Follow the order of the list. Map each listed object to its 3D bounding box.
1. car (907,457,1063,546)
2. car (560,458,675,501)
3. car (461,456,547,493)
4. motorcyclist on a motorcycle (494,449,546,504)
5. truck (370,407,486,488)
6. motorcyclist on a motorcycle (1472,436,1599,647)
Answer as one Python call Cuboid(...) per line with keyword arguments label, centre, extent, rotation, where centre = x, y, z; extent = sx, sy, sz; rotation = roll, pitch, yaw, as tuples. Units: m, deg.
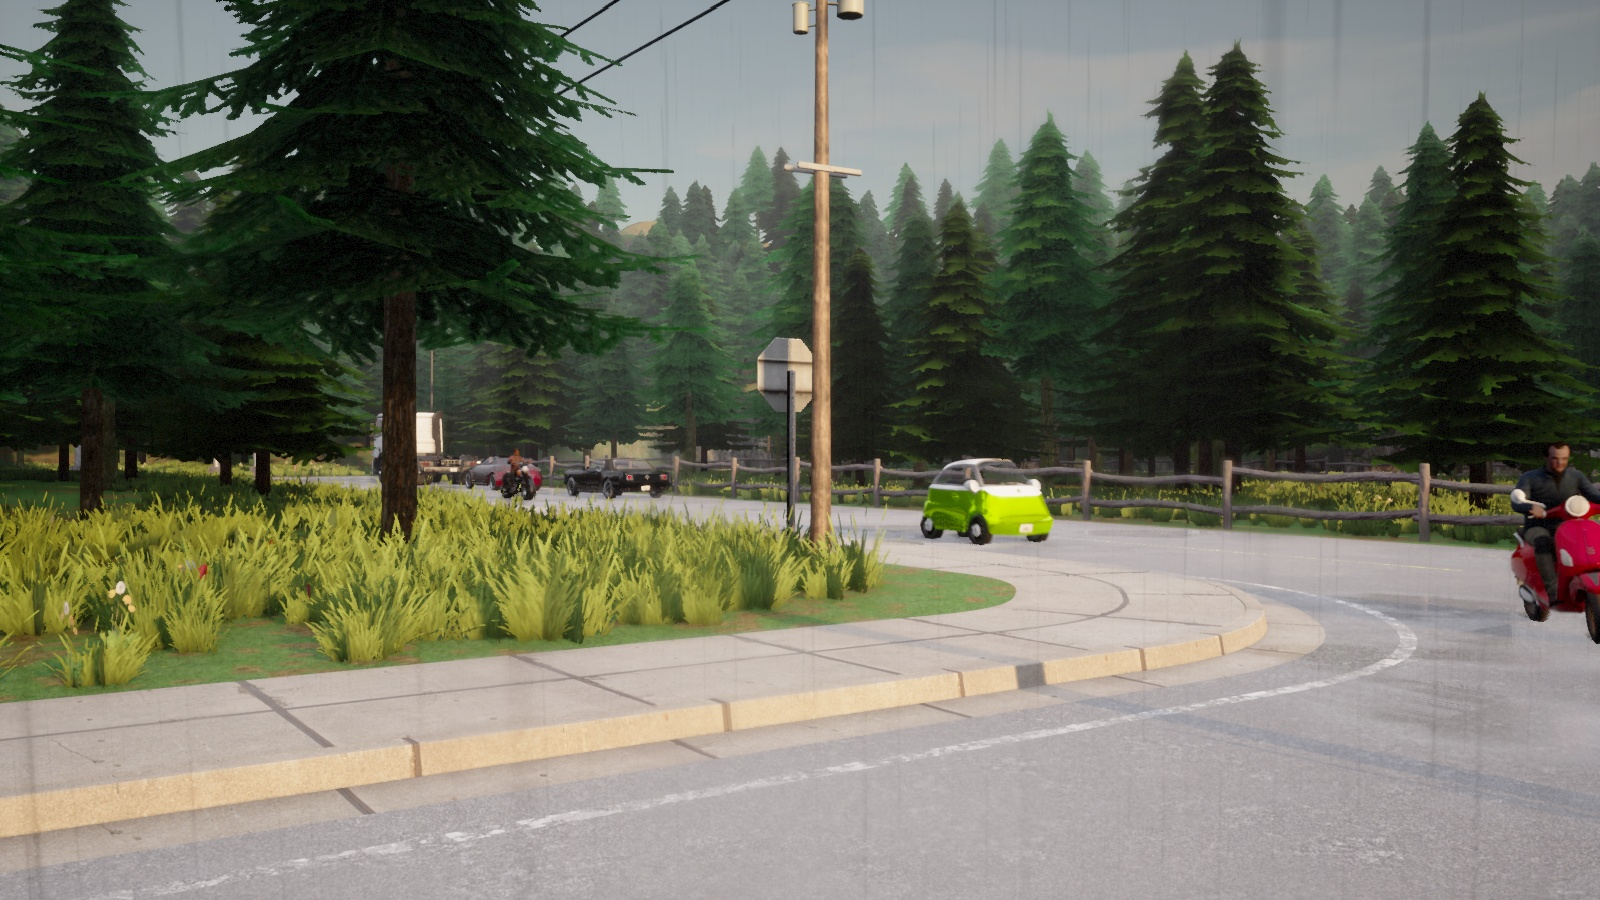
Cuboid(label="car", centre=(3.037, 0.809, 20.830), extent=(1.481, 1.376, 2.207), rotation=(0, 0, -32))
Cuboid(label="car", centre=(-6.036, 0.932, 41.131), extent=(1.895, 1.301, 4.718), rotation=(0, 0, -34))
Cuboid(label="car", centre=(-11.763, 0.929, 49.735), extent=(1.994, 1.385, 4.181), rotation=(0, 0, -34))
Cuboid(label="motorcyclist on a motorcycle", centre=(-8.663, 0.782, 38.759), extent=(0.766, 1.649, 2.350), rotation=(0, 0, -34))
Cuboid(label="truck", centre=(-17.312, -0.085, 58.062), extent=(2.891, 3.462, 7.936), rotation=(0, 0, -34))
Cuboid(label="motorcyclist on a motorcycle", centre=(6.392, 0.697, 10.461), extent=(0.866, 1.590, 1.817), rotation=(-3, 0, 12))
